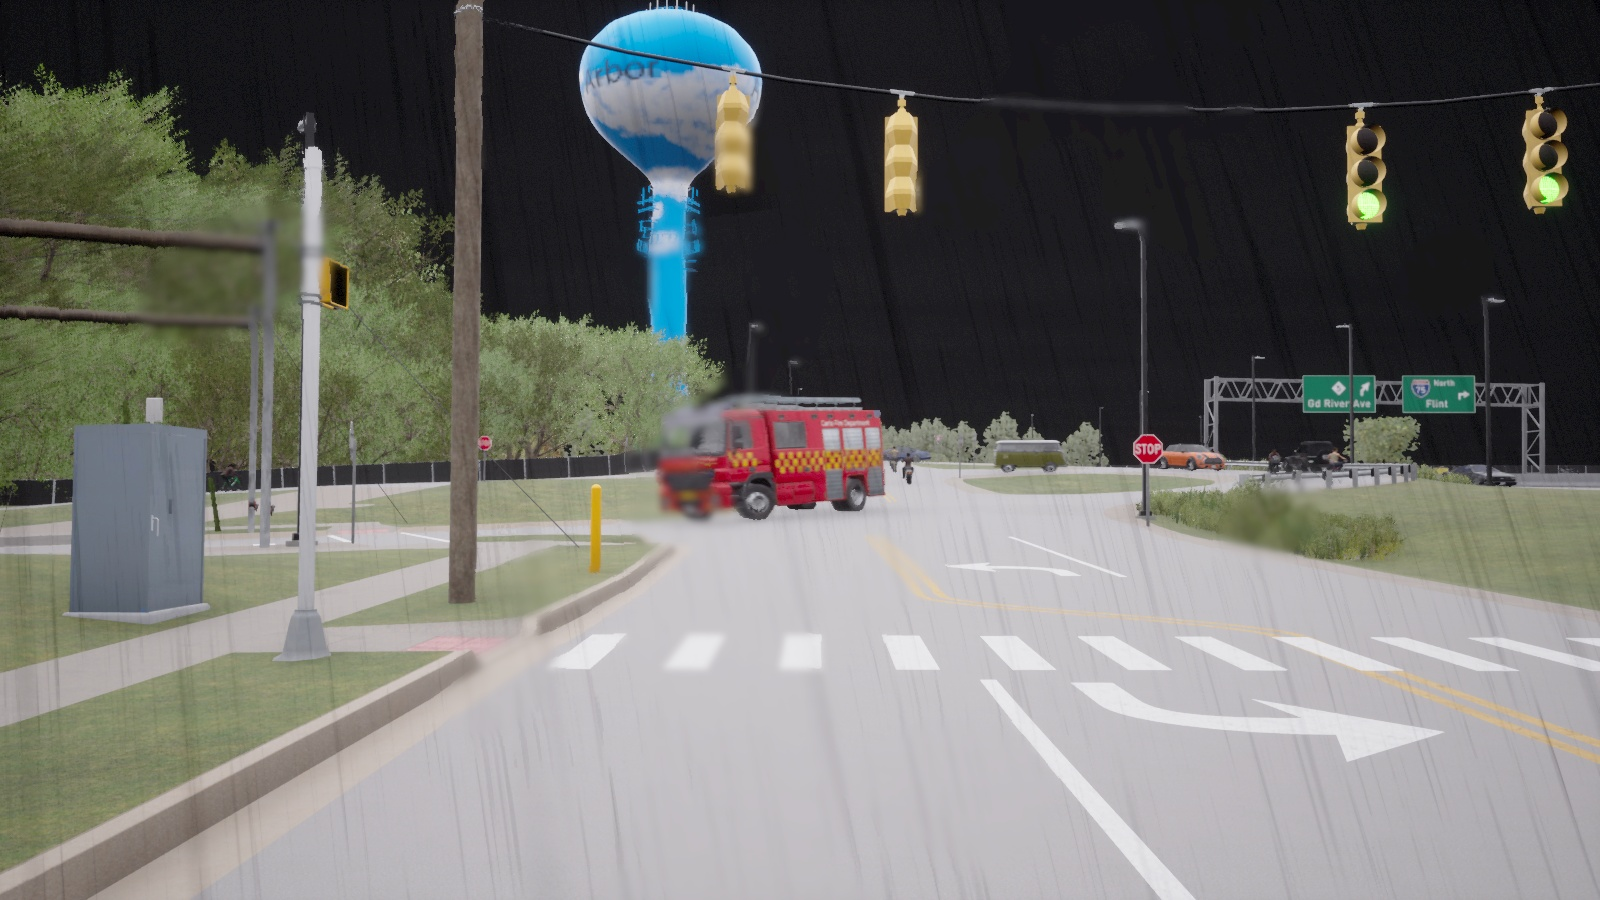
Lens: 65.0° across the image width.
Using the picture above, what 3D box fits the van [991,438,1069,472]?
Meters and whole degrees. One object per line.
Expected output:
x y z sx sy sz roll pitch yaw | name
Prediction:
14.034 0.278 76.831 4.442 1.987 1.775 -1 2 3 | van

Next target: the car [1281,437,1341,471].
29.193 0.192 71.866 1.905 1.878 3.866 0 0 2 | car

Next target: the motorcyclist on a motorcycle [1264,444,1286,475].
24.549 0.498 64.909 0.797 1.523 2.044 -2 0 15 | motorcyclist on a motorcycle

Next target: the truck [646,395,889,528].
-0.825 0.252 40.887 2.891 3.827 8.468 -4 -1 39 | truck

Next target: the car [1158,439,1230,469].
24.599 0.218 78.643 2.097 1.767 4.553 0 1 -17 | car

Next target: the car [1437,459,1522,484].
38.932 1.229 72.115 2.033 1.411 5.357 0 -1 1 | car
